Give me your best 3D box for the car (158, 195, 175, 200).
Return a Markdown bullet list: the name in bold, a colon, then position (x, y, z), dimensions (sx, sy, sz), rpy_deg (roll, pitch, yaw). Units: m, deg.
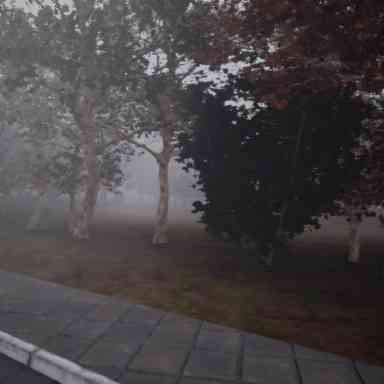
- **car**: position (-7.200, 1.303, 95.339), dimensions (2.435, 2.045, 5.566), rpy_deg (6, 1, 40)
